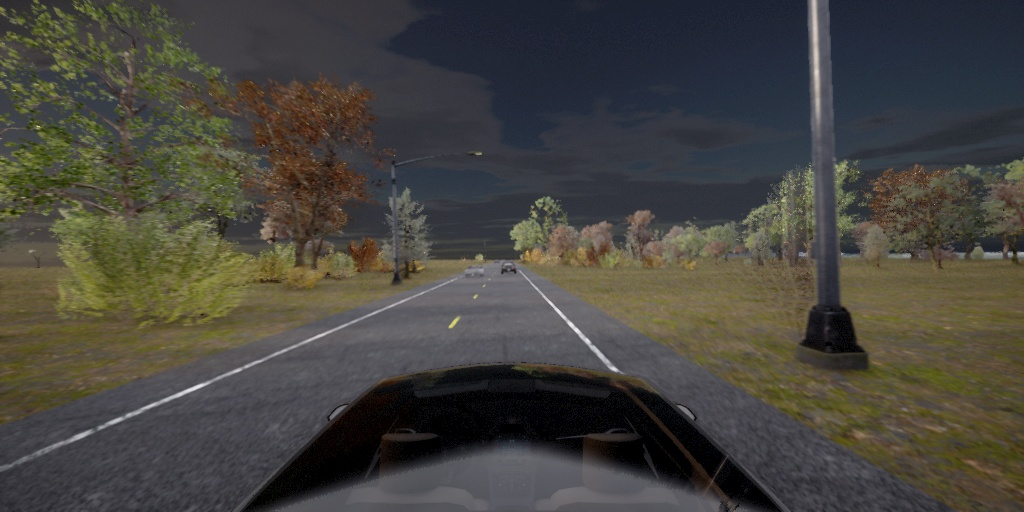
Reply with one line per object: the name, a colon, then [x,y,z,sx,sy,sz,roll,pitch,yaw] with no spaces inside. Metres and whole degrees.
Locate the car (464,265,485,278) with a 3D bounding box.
car: [-4.023,1.637,38.957,1.895,1.301,4.718,-2,0,-1]

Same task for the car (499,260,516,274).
car: [-0.422,1.473,45.456,1.812,1.442,4.674,-2,0,-1]
